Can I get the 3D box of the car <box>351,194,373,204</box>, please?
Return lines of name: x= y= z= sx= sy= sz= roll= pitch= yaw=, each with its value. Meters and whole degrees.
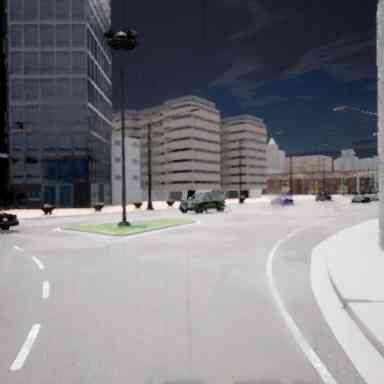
car: x=26.345 y=1.068 z=51.963 sx=1.994 sy=1.385 sz=4.181 roll=-1 pitch=0 yaw=40

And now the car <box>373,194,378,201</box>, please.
car: x=32.623 y=0.962 z=59.377 sx=1.994 sy=1.385 sz=4.181 roll=-1 pitch=0 yaw=40

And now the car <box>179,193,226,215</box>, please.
car: x=1.137 y=1.110 z=33.287 sx=2.150 sy=2.045 sz=5.566 roll=-1 pitch=0 yaw=42

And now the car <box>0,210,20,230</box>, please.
car: x=-12.960 y=1.659 z=20.198 sx=5.357 sy=1.411 sz=2.033 roll=-1 pitch=0 yaw=25

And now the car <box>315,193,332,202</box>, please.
car: x=23.574 y=1.022 z=59.559 sx=1.837 sy=1.490 sz=4.892 roll=-1 pitch=0 yaw=41

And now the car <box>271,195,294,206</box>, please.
car: x=12.827 y=1.221 z=46.962 sx=1.812 sy=1.442 sz=4.674 roll=-1 pitch=0 yaw=41
